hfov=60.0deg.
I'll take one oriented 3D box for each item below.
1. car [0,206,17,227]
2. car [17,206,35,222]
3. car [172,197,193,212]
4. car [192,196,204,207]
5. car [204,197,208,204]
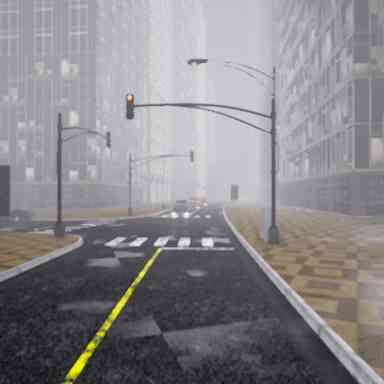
[{"bbox_3d":[-15.932,1.902,24.044,5.357,1.411,2.033,-1,-1,10],"label":"car"},{"bbox_3d":[-16.393,1.985,29.991,4.403,1.369,2.008,-1,0,10],"label":"car"},{"bbox_3d":[-1.286,1.656,40.809,1.837,1.490,4.892,0,1,5],"label":"car"},{"bbox_3d":[0.283,1.548,56.226,2.097,1.767,4.553,0,0,7],"label":"car"},{"bbox_3d":[2.240,1.746,70.961,1.812,1.442,4.674,0,0,8],"label":"car"}]
